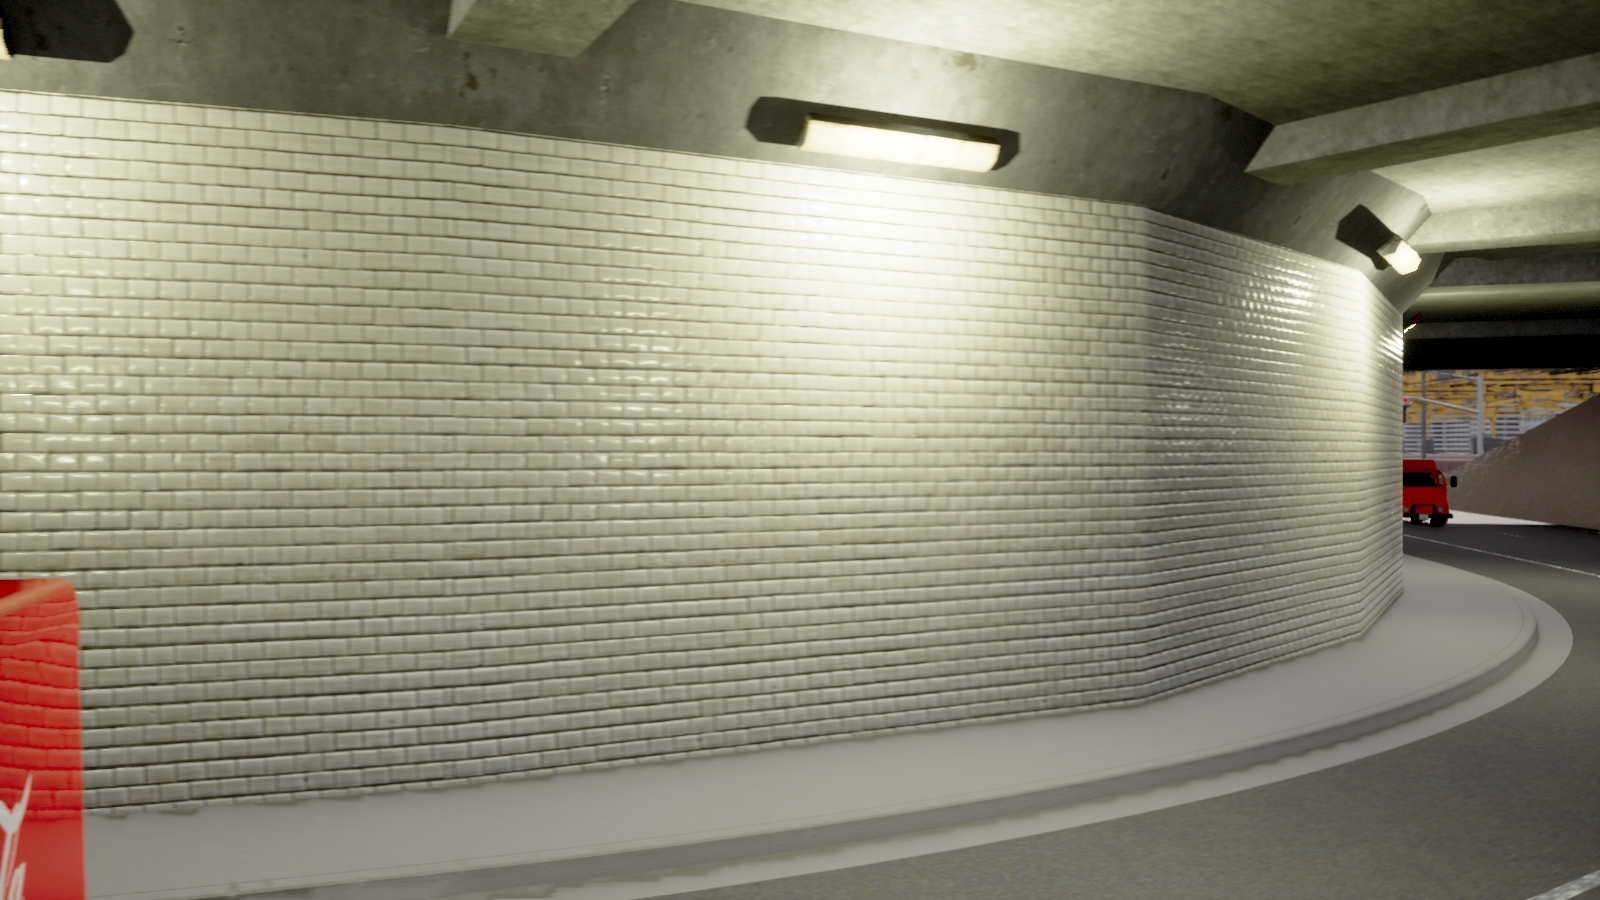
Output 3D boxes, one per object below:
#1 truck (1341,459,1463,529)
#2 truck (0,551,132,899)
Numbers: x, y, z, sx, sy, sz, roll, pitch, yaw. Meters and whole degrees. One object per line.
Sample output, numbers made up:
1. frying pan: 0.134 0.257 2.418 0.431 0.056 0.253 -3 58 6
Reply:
1. truck: 22.802 1.594 43.530 2.627 2.467 5.204 0 0 10
2. truck: -4.367 1.570 1.828 5.204 2.467 2.627 0 0 -16
